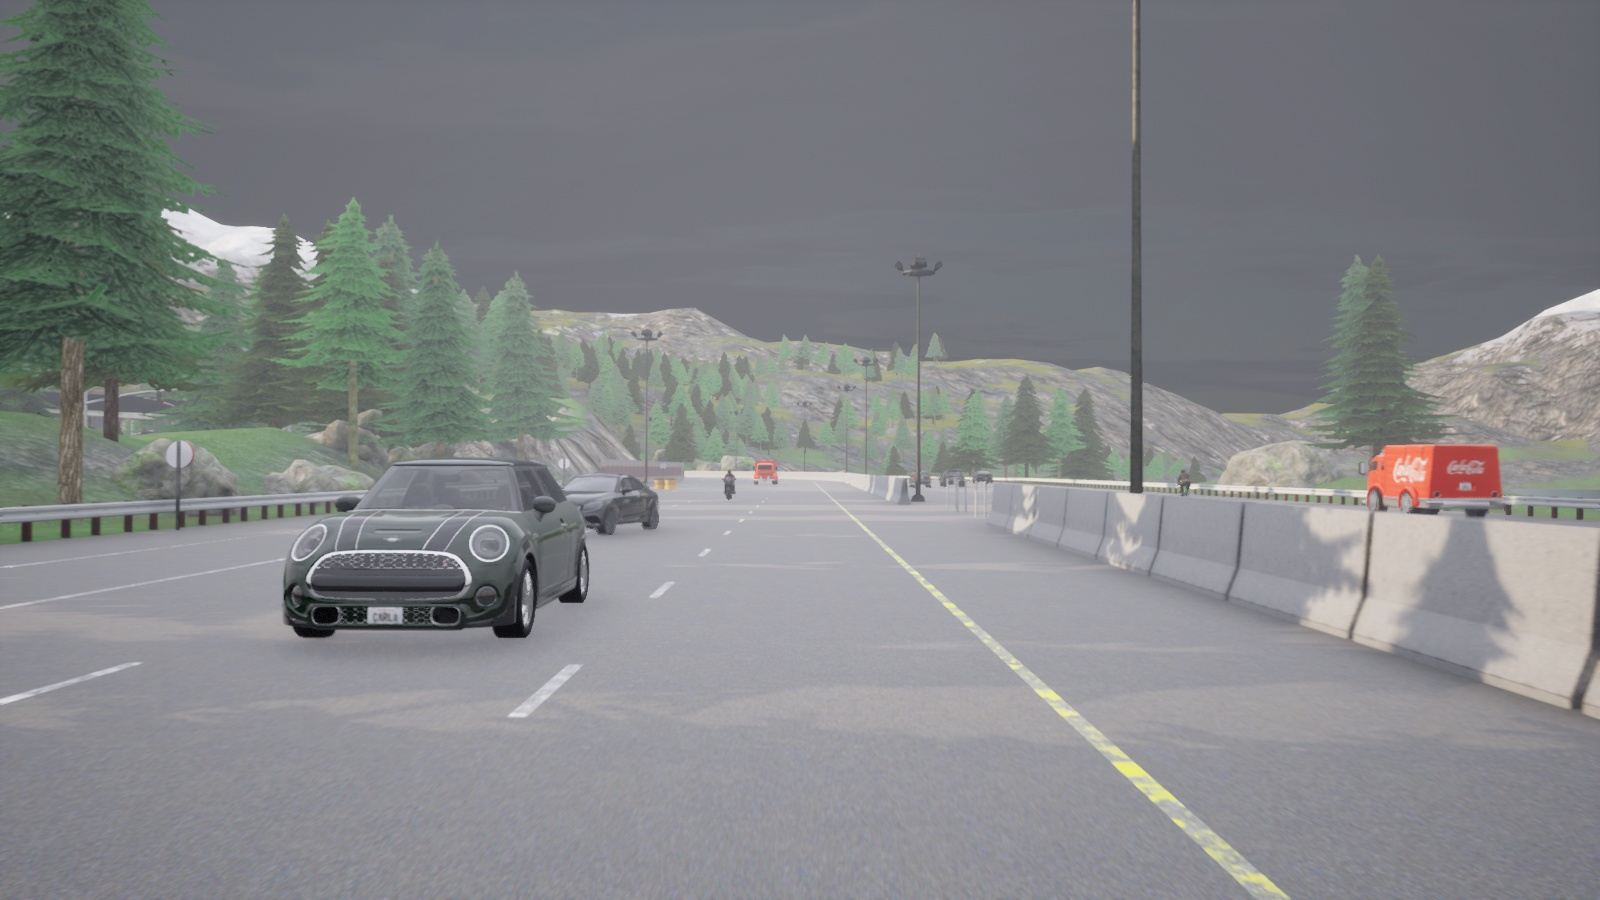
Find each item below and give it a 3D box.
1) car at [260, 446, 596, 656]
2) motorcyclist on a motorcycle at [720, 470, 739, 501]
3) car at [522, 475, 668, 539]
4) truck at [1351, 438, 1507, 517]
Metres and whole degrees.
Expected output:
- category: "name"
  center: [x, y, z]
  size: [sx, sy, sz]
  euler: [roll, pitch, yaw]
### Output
- category: "car"
  center: [-3.517, 0.885, 12.895]
  size: [2.097, 1.767, 4.553]
  euler: [0, -1, 0]
- category: "motorcyclist on a motorcycle"
  center: [-3.510, 1.778, 62.580]
  size: [0.797, 1.523, 2.044]
  euler: [0, -1, 0]
- category: "car"
  center: [-4.893, 1.333, 30.727]
  size: [1.812, 1.442, 4.674]
  euler: [0, -1, 14]
- category: "truck"
  center: [20.986, 0.900, 42.234]
  size: [2.627, 2.467, 5.204]
  euler: [0, -1, 0]
